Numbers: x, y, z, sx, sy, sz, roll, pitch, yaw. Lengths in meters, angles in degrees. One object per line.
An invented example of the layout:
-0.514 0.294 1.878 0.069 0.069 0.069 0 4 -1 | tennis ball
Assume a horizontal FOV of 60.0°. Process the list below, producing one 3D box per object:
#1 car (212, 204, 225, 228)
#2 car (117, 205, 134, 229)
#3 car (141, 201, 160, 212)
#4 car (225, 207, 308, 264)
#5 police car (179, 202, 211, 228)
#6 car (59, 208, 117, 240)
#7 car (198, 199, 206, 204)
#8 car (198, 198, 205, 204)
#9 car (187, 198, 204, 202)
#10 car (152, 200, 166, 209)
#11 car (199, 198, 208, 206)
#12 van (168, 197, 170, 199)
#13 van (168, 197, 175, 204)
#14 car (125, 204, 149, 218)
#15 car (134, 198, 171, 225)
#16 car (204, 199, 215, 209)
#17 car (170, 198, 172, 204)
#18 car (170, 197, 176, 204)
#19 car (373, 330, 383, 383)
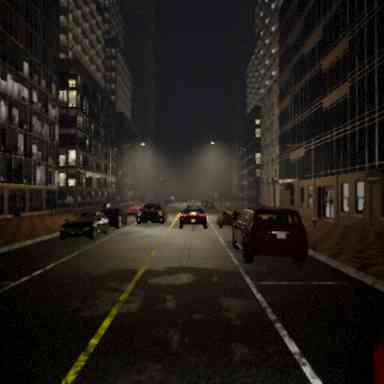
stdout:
2.672 1.779 23.939 1.752 1.417 4.829 0 -1 0 | car
-5.709 1.818 23.775 1.947 1.339 4.313 0 -1 0 | car
-5.729 2.032 46.542 2.008 1.369 4.403 0 -1 0 | car
2.683 1.448 12.389 2.192 1.841 5.009 0 -1 0 | car
0.079 1.770 24.746 2.038 1.542 4.974 0 0 0 | police car
-5.703 1.744 18.082 2.008 1.369 4.403 0 -1 0 | car
2.617 2.451 86.378 1.802 1.307 4.206 0 -1 0 | car
2.612 2.450 92.241 1.752 1.417 4.829 0 -1 0 | car
0.064 1.784 41.568 2.097 1.767 4.553 0 -1 0 | car
-5.739 2.139 57.926 1.887 1.381 4.507 0 -1 0 | car
2.628 2.200 74.996 1.967 1.590 4.097 0 -1 0 | car
-5.743 1.991 63.620 1.690 1.788 3.998 0 -1 0 | van
-5.767 2.264 92.080 1.690 1.788 3.998 0 -1 0 | van
-5.718 1.950 35.157 1.802 1.307 4.206 0 -1 0 | car
-3.122 1.633 26.651 2.097 1.767 4.553 0 -1 0 | car
2.647 2.104 52.229 1.947 1.339 4.313 0 -1 0 | car
-5.749 2.287 69.310 1.802 1.307 4.206 0 -1 0 | car
-5.763 2.309 86.386 1.967 1.590 4.097 0 -1 0 | car
2.693 1.327 1.004 2.192 1.841 5.009 0 -1 0 | car
